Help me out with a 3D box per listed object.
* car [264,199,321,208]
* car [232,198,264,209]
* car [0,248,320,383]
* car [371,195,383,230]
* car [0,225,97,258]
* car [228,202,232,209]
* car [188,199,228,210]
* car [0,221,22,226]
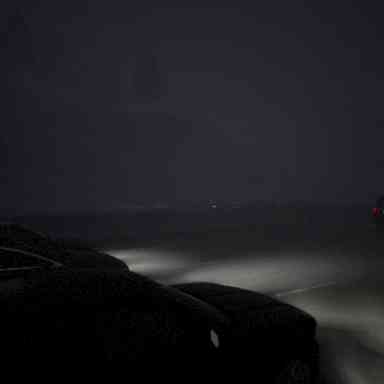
[{"bbox_3d":[9.203,1.439,29.282,4.902,1.511,2.128,0,0,-26],"label":"car"},{"bbox_3d":[6.556,1.541,31.916,4.718,1.301,1.895,0,0,-26],"label":"car"},{"bbox_3d":[-0.885,1.470,3.006,5.008,1.535,1.882,0,0,-35],"label":"car"},{"bbox_3d":[12.891,1.191,19.232,5.566,2.045,2.150,0,0,-27],"label":"car"},{"bbox_3d":[-3.407,1.477,5.510,4.902,1.511,2.128,0,0,-35],"label":"car"},{"bbox_3d":[6.704,1.437,35.845,4.892,1.490,1.837,0,0,-26],"label":"car"},{"bbox_3d":[2.203,1.473,37.576,5.357,1.411,2.033,0,0,-27],"label":"car"},{"bbox_3d":[-4.861,1.504,8.753,4.674,1.442,1.812,0,0,-35],"label":"car"}]
